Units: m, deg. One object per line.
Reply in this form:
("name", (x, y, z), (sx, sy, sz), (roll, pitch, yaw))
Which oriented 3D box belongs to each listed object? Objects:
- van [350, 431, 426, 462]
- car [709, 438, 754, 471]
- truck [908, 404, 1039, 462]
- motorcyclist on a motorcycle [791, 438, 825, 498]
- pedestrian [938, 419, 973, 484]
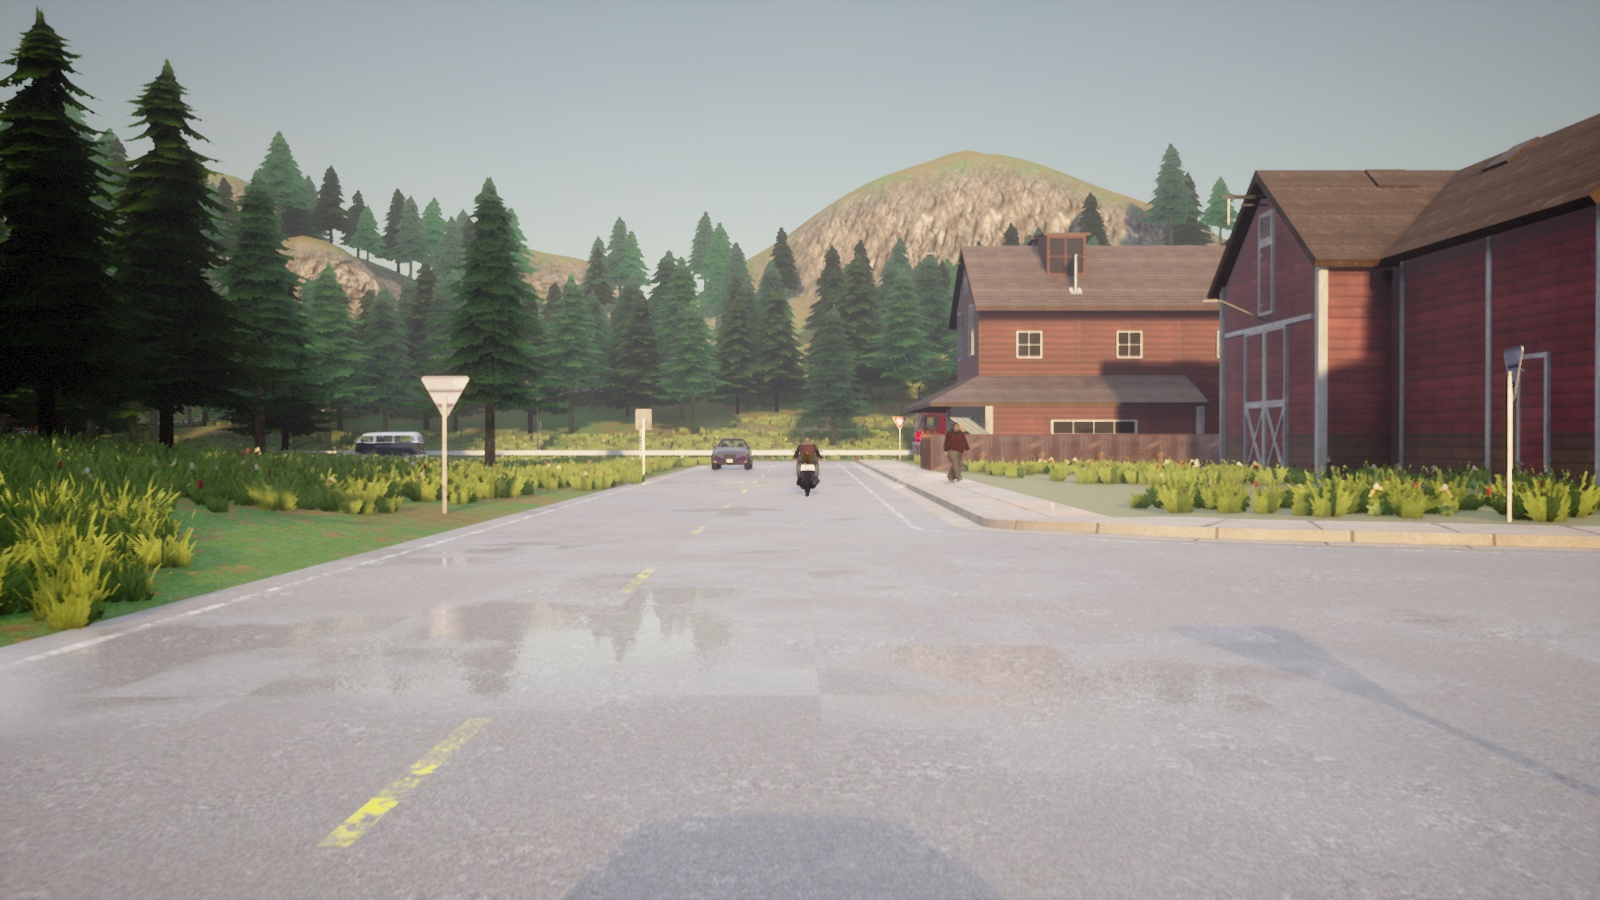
("van", (-27.839, -0.268, 85.003), (4.480, 2.038, 2.069), (0, 1, 0))
("car", (-3.157, 0.166, 58.494), (1.816, 1.474, 4.193), (0, 1, 0))
("truck", (11.656, -1.126, 84.828), (8.468, 3.827, 2.891), (0, 1, 0))
("motorcyclist on a motorcycle", (0.200, 0.449, 32.907), (0.866, 1.530, 2.191), (0, 1, 0))
("pedestrian", (4.510, 0.037, 36.434), (0.634, 1.844, 0.899), (0, 1, -22))
